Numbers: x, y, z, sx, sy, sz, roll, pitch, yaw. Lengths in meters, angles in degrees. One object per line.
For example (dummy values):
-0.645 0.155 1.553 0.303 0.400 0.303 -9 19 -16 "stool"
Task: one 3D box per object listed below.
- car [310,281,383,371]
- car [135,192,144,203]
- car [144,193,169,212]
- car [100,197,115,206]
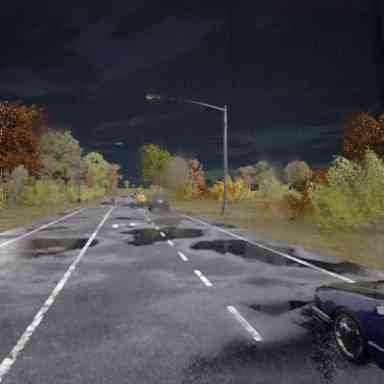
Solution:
3.244 1.530 2.926 2.033 1.411 5.357 0 0 -12 "car"
-10.169 1.330 67.884 1.882 1.535 5.008 0 0 -12 "car"
-3.874 1.155 37.396 2.150 2.045 5.566 0 0 -12 "car"
-13.726 1.478 54.100 1.994 1.385 4.181 0 0 -6 "car"
